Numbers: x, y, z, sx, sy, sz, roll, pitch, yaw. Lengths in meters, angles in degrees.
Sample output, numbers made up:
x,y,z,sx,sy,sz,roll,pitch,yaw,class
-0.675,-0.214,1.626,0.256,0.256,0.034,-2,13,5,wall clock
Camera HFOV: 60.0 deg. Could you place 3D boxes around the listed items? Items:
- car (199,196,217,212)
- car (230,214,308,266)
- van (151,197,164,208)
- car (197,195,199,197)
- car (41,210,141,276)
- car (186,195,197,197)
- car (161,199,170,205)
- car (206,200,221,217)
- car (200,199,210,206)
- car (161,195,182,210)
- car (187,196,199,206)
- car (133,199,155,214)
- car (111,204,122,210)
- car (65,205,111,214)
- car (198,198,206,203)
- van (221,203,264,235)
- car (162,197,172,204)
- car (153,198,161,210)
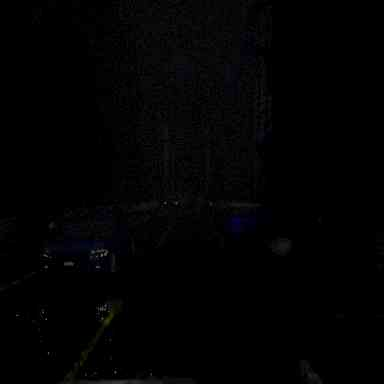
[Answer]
x,y,z,sx,sy,sz,roll,pitch,yaw,class
2.382,1.616,44.990,2.150,2.045,5.566,0,-1,0,car
2.663,1.653,11.661,1.947,1.339,4.313,0,0,0,car
-5.874,1.834,56.793,1.690,1.788,3.998,0,-1,0,van
2.648,2.112,79.328,1.967,1.590,4.097,0,0,0,car
-3.104,1.558,10.868,1.882,1.535,5.008,0,0,0,car
-0.020,2.088,83.500,2.128,1.511,4.902,0,0,0,car
-5.876,2.211,73.709,1.802,1.307,4.206,0,0,0,car
2.658,1.811,34.423,1.752,1.417,4.829,0,-1,1,car
2.650,2.137,68.049,2.008,1.369,4.403,0,0,0,car
-3.092,1.665,51.204,2.150,2.045,5.566,0,-1,0,car
0.004,2.127,67.248,2.033,1.411,5.357,0,0,1,car
-5.877,1.860,39.667,1.752,1.417,4.829,0,-1,1,car
-5.865,1.620,22.952,1.967,1.590,4.097,0,0,0,car
-5.864,1.572,17.314,1.967,1.590,4.097,0,0,0,car
2.646,2.300,90.606,1.887,1.381,4.507,0,0,0,car
2.661,1.473,17.301,1.690,1.788,3.998,0,-1,0,van
-5.878,2.112,79.351,1.967,1.590,4.097,0,0,0,car
-5.873,1.966,50.979,1.752,1.417,4.829,0,-1,0,car
